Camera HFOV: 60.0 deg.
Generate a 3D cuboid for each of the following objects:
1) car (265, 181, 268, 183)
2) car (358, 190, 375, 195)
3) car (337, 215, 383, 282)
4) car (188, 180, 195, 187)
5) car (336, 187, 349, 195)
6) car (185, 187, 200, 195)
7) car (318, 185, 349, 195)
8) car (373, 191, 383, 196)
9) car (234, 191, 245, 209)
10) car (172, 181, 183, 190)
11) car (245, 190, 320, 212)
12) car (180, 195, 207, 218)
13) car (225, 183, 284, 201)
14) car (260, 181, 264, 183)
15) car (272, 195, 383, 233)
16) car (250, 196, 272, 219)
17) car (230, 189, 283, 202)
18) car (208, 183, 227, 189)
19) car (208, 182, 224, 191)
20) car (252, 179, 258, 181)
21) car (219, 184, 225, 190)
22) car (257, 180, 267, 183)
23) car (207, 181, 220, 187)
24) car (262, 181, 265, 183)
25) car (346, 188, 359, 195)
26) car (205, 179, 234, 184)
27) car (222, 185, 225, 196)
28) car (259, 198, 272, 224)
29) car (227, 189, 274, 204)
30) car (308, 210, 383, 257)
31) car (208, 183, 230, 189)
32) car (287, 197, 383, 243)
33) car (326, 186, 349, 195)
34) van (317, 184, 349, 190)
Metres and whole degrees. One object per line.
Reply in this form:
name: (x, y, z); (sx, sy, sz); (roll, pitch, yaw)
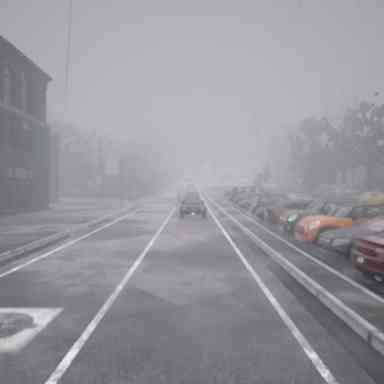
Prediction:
car: (19.781, -1.148, 76.659); (4.553, 1.767, 2.185); (0, 4, 0)
car: (19.902, 0.753, 32.872); (5.366, 1.575, 1.946); (0, 3, 0)
car: (6.447, 1.454, 7.842); (5.008, 1.535, 2.097); (0, 1, 0)
car: (-0.139, -1.722, 87.265); (1.837, 1.490, 4.892); (0, 3, 0)
car: (19.787, 0.524, 38.456); (4.792, 1.488, 2.163); (0, 3, 0)
car: (0.032, 0.486, 43.472); (2.128, 1.511, 4.902); (0, 2, 0)
car: (19.802, 0.231, 44.146); (4.674, 1.452, 2.002); (0, 3, 0)
car: (19.668, 0.896, 30.221); (4.792, 1.488, 2.163); (0, 2, 0)
car: (6.587, 0.905, 30.137); (4.792, 1.488, 2.163); (0, 2, 0)
car: (-3.384, -1.502, 78.730); (2.150, 2.045, 5.566); (0, 3, 0)
car: (6.544, 0.946, 24.553); (4.553, 1.767, 2.185); (0, 2, 0)
car: (0.068, 1.130, 25.048); (1.895, 1.301, 4.718); (0, 2, 0)
car: (6.686, 0.383, 35.687); (5.566, 2.045, 2.435); (0, 3, 0)
car: (19.782, -1.318, 82.074); (4.674, 1.452, 2.002); (0, 4, 0)
car: (6.545, 1.177, 16.195); (4.553, 1.767, 2.185); (0, 1, 0)
car: (6.526, 1.186, 21.772); (4.792, 1.488, 2.163); (0, 2, 0)
car: (6.631, 0.761, 32.912); (4.892, 1.521, 2.231); (0, 2, 0)
car: (6.748, -1.700, 87.712); (4.892, 1.521, 2.231); (0, 4, 0)
car: (6.640, -0.983, 76.630); (4.792, 1.488, 2.163); (0, 4, 0)
car: (19.868, -2.124, 90.349); (5.566, 2.045, 2.435); (0, 4, 0)
car: (6.710, 0.081, 46.828); (4.792, 1.488, 2.163); (0, 3, 0)
car: (19.618, -1.533, 84.838); (5.366, 1.575, 1.946); (0, 4, 0)
car: (6.693, -1.185, 79.399); (5.008, 1.535, 2.097); (0, 4, 0)
car: (19.738, -1.157, 79.309); (4.792, 1.488, 2.163); (0, 4, 0)
car: (19.923, 0.626, 35.665); (5.366, 1.575, 1.946); (0, 3, 0)
car: (6.734, -1.608, 82.154); (5.566, 2.045, 2.435); (0, 4, 0)
car: (6.748, 0.233, 44.048); (4.792, 1.488, 2.163); (0, 3, 0)
car: (6.564, 1.263, 18.985); (4.792, 1.488, 2.163); (0, 1, 0)
car: (6.673, 0.499, 38.489); (5.008, 1.535, 2.097); (0, 3, 0)
car: (6.476, 1.452, 10.632); (4.674, 1.452, 2.002); (0, 1, 0)
car: (6.909, -1.532, 84.939); (5.366, 1.575, 1.946); (0, 4, 0)
car: (6.525, 1.236, 13.415); (4.553, 1.767, 2.185); (0, 1, 0)
car: (19.782, 0.383, 41.365); (4.674, 1.452, 2.002); (0, 3, 0)
van: (19.693, -0.179, 46.802); (4.442, 1.987, 1.878); (-1, 3, 0)
